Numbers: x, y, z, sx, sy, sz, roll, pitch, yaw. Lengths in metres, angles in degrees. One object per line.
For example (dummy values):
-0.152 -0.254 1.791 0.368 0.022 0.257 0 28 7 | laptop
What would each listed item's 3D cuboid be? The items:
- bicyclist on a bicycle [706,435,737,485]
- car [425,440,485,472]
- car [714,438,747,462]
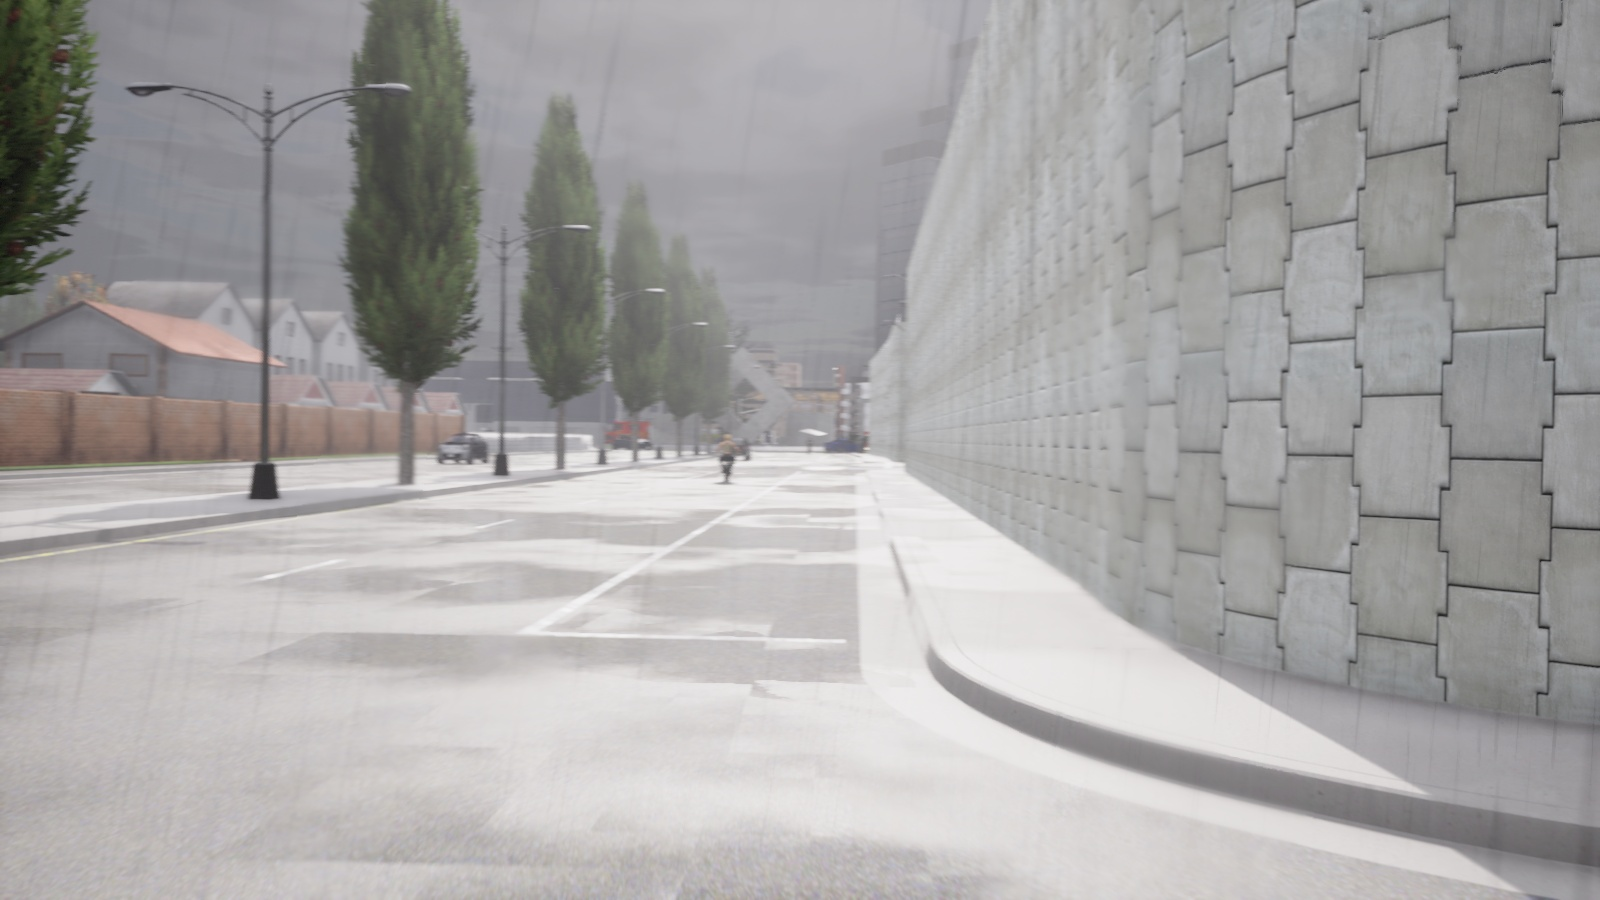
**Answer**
-2.579 0.314 41.599 0.866 1.612 1.509 0 1 2 | bicyclist on a bicycle
-16.827 0.253 61.425 1.845 1.501 3.633 0 1 2 | car
-4.522 -0.017 82.309 1.789 1.549 3.705 0 1 2 | car
